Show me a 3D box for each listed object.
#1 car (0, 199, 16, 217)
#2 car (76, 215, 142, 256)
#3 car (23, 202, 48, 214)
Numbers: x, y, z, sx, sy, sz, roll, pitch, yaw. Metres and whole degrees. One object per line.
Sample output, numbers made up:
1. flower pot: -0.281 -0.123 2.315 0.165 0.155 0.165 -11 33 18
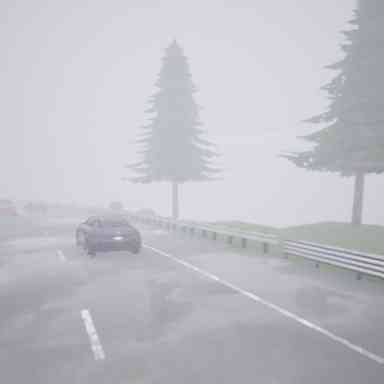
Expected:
1. car: -18.345 1.453 32.004 2.097 1.767 4.553 0 0 -34
2. car: -3.528 1.631 13.670 1.994 1.385 4.181 1 0 -26
3. car: -17.849 1.739 37.747 1.895 1.301 4.718 1 0 -35
